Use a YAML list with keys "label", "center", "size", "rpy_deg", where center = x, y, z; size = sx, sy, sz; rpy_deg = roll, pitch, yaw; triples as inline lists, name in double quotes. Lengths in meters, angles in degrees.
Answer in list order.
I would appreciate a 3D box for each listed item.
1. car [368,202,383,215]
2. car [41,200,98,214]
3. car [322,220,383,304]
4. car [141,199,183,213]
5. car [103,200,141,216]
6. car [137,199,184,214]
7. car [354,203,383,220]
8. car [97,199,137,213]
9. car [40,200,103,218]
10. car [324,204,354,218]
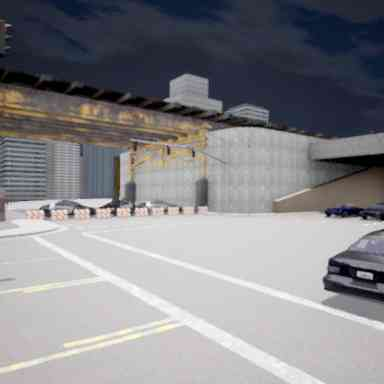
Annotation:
- label: "car"
  center: [22.443, 1.887, 38.323]
  size: [4.718, 1.301, 1.895]
  rpy_deg: [1, 0, -37]
- label: "car"
  center: [-11.217, 1.355, 30.512]
  size: [4.536, 1.218, 1.853]
  rpy_deg: [0, 0, 8]
- label: "car"
  center: [5.080, 1.621, 7.972]
  size: [5.357, 1.411, 2.033]
  rpy_deg: [0, 0, -43]
- label: "car"
  center: [-3.561, 1.425, 36.943]
  size: [4.536, 1.218, 1.853]
  rpy_deg: [0, 0, -7]
- label: "car"
  center: [-7.421, 1.545, 33.189]
  size: [2.038, 1.542, 4.974]
  rpy_deg: [0, 0, 18]
- label: "car"
  center: [-3.511, 1.583, 36.949]
  size: [4.974, 1.542, 2.038]
  rpy_deg: [0, 0, -7]
- label: "car"
  center: [17.232, 1.769, 30.037]
  size: [5.357, 1.411, 2.033]
  rpy_deg: [0, 0, -37]
- label: "car"
  center: [-7.405, 1.388, 33.239]
  size: [1.853, 1.218, 4.536]
  rpy_deg: [0, 0, 18]
- label: "car"
  center: [-11.166, 1.512, 30.505]
  size: [4.974, 1.542, 2.038]
  rpy_deg: [0, 0, 8]
- label: "car"
  center: [15.113, 1.822, 32.822]
  size: [4.718, 1.301, 1.895]
  rpy_deg: [0, 0, -37]
